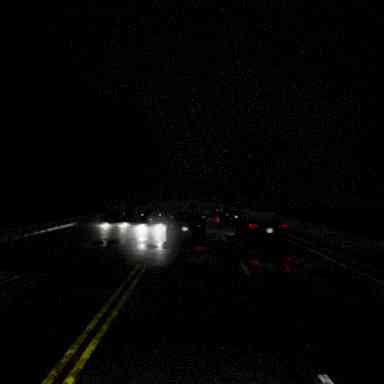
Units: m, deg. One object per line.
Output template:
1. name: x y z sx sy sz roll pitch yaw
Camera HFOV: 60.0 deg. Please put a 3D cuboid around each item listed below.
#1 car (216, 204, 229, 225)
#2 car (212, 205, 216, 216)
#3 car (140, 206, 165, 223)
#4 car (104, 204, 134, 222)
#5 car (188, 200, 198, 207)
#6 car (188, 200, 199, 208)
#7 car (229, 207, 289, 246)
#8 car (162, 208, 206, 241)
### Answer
1. car: 3.319 1.877 27.342 1.994 1.385 4.181 0 -1 0
2. car: 3.349 2.055 38.372 1.895 1.301 4.718 0 -1 0
3. car: -3.277 1.931 28.857 1.895 1.301 4.718 0 -1 0
4. car: -6.522 1.824 30.237 1.882 1.535 5.008 0 -1 0
5. car: 0.195 2.551 74.753 2.033 1.411 5.357 0 -1 0
6. car: 0.239 2.295 58.418 2.033 1.411 5.357 0 -1 0
7. car: 3.290 1.689 16.373 2.163 1.488 4.792 0 -1 0
8. car: -0.247 1.766 17.874 1.994 1.385 4.181 0 -1 2
